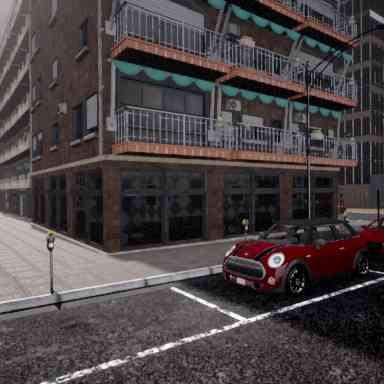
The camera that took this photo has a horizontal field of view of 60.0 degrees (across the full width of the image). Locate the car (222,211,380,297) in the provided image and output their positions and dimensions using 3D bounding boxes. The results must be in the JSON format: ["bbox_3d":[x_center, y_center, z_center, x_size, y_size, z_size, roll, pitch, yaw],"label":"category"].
[{"bbox_3d":[2.697,1.439,8.485,4.097,1.590,1.967,0,-1,-35],"label":"car"}]

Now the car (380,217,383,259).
[{"bbox_3d":[7.198,1.543,11.687,4.507,1.381,1.887,0,-1,-35],"label":"car"}]

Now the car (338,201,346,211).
[{"bbox_3d":[16.482,1.745,40.570,1.967,1.590,4.097,-2,0,-36],"label":"car"}]
